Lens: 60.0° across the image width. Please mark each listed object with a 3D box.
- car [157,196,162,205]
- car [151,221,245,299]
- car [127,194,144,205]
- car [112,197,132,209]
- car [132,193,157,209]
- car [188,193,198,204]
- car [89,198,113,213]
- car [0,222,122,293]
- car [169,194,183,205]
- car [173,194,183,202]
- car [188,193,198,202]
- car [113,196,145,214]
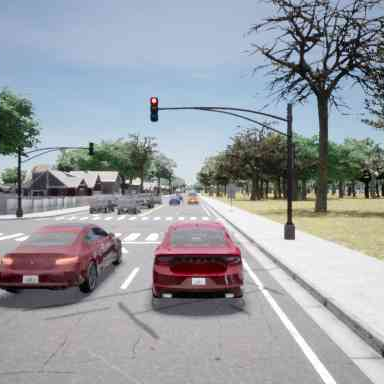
[{"bbox_3d":[-6.449,1.484,59.654,1.837,1.490,4.892,0,0,0],"label":"car"},{"bbox_3d":[0.115,1.477,8.531,1.882,1.535,5.008,0,0,0],"label":"car"},{"bbox_3d":[-9.712,1.333,57.528,2.097,1.767,4.553,0,0,0],"label":"car"},{"bbox_3d":[-9.744,1.515,46.671,1.812,1.442,4.674,0,0,0],"label":"car"},{"bbox_3d":[-6.500,1.212,45.636,2.150,2.045,5.566,0,0,0],"label":"car"},{"bbox_3d":[0.231,1.455,62.446,1.882,1.535,5.008,0,0,0],"label":"car"},{"bbox_3d":[-9.769,1.499,36.402,1.837,1.490,4.892,0,0,0],"label":"car"},{"bbox_3d":[-3.132,1.525,8.741,1.812,1.442,4.674,0,0,0],"label":"car"},{"bbox_3d":[-3.024,1.505,59.646,1.812,1.442,4.674,0,0,0],"label":"car"},{"bbox_3d":[-3.090,1.320,76.330,2.097,1.767,4.553,0,0,0],"label":"car"},{"bbox_3d":[0.160,1.190,76.359,2.150,2.045,5.566,0,0,0],"label":"car"},{"bbox_3d":[-6.524,1.499,34.892,1.837,1.490,4.892,0,0,0],"label":"car"}]
